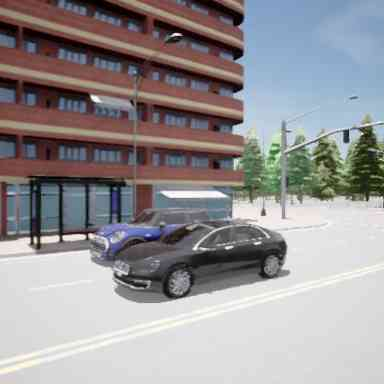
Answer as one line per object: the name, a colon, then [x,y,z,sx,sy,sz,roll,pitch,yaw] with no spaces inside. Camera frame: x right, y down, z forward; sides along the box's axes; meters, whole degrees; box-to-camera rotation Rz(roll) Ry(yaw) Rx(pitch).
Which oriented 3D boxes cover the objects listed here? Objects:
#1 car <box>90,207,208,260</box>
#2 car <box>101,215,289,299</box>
car: [-1.167,1.365,11.735,4.553,1.767,2.097,0,0,-35]
car: [0.422,1.516,8.573,4.892,1.490,1.837,0,0,-35]
